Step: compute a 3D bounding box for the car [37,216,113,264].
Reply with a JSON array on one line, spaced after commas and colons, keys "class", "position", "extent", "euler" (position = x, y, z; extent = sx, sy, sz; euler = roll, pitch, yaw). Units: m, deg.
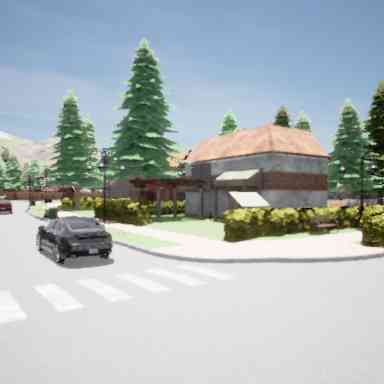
[{"class": "car", "position": [-4.680, 1.709, 12.988], "extent": [1.837, 1.490, 4.892], "euler": [1, -1, -36]}]

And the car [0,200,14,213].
[{"class": "car", "position": [-22.074, 1.685, 38.975], "extent": [1.882, 1.535, 5.008], "euler": [1, 0, -29]}]
